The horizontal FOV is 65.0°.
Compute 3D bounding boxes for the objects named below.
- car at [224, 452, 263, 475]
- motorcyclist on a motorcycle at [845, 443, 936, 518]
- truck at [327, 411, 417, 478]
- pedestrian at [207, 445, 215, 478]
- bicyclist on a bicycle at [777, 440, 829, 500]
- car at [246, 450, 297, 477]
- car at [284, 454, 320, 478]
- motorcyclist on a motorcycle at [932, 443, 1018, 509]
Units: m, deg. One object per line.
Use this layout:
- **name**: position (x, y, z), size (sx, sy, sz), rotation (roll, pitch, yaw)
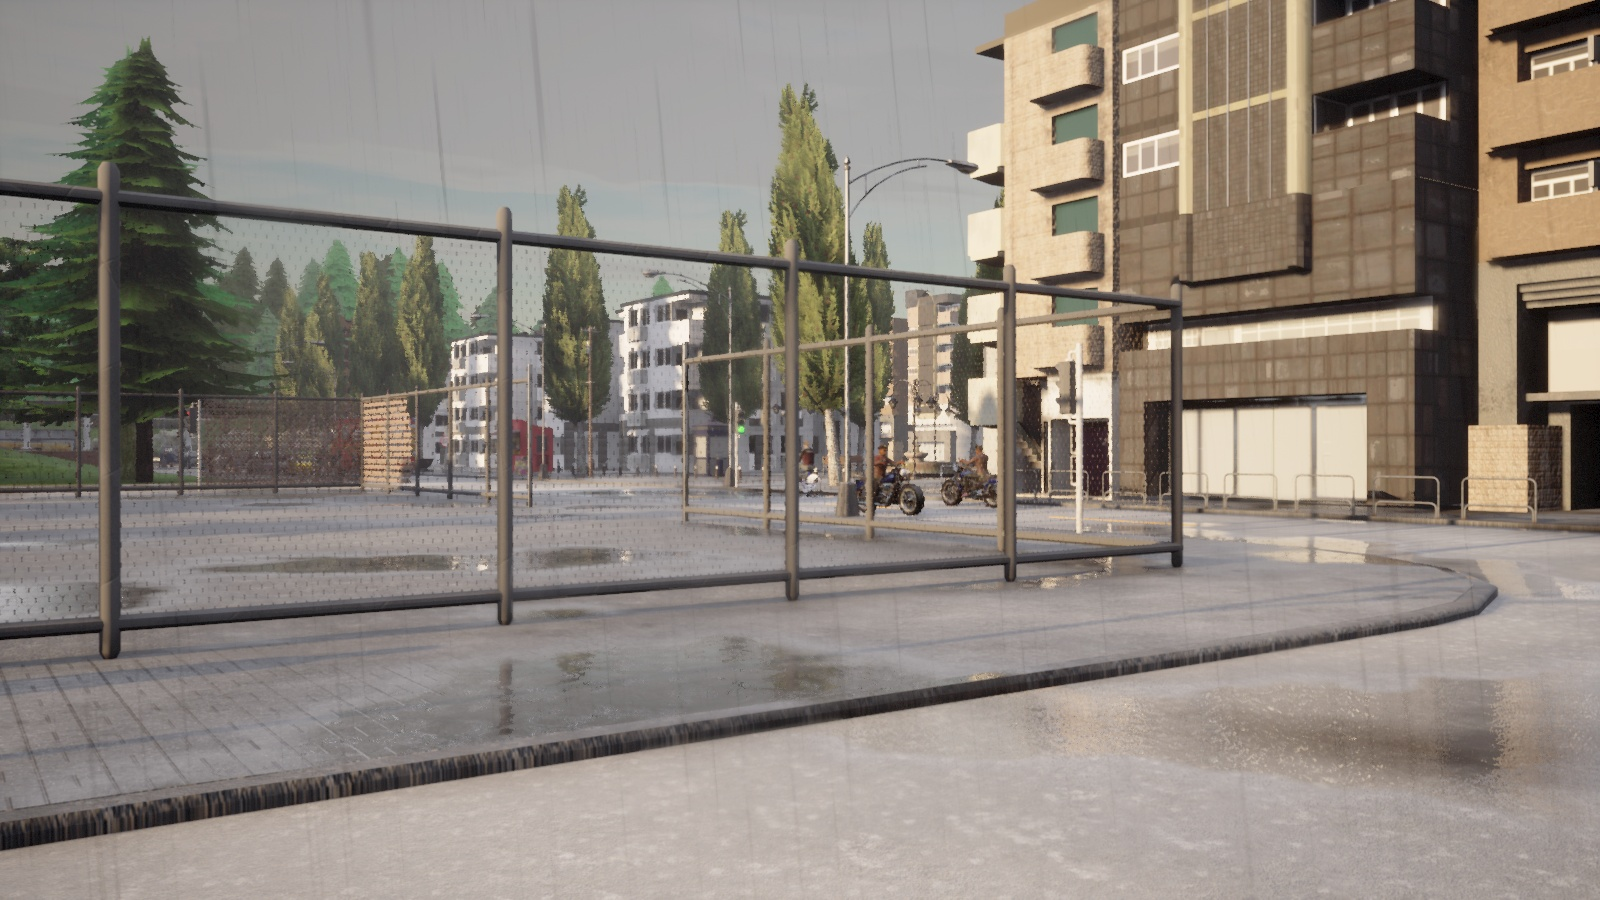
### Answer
- **car**: position (-38.530, 0.924, 86.912), size (1.789, 1.549, 3.705), rotation (0, 0, -35)
- **motorcyclist on a motorcycle**: position (2.032, 0.667, 28.722), size (0.766, 1.649, 2.350), rotation (0, 0, -35)
- **truck**: position (-25.943, -0.294, 75.812), size (2.891, 3.827, 8.468), rotation (0, 0, -35)
- **pedestrian**: position (-32.743, 0.627, 69.797), size (0.328, 1.805, 0.869), rotation (0, 0, -31)
- **bicyclist on a bicycle**: position (0.075, 0.595, 38.521), size (0.659, 1.776, 1.843), rotation (0, 0, -35)
- **car**: position (-33.679, 0.848, 79.933), size (2.033, 1.649, 4.856), rotation (0, 0, -35)
- **car**: position (-29.078, 0.947, 73.324), size (1.481, 1.376, 2.207), rotation (0, 0, -35)
- **motorcyclist on a motorcycle**: position (4.462, 0.650, 32.228), size (0.766, 1.649, 2.350), rotation (0, 0, -35)
